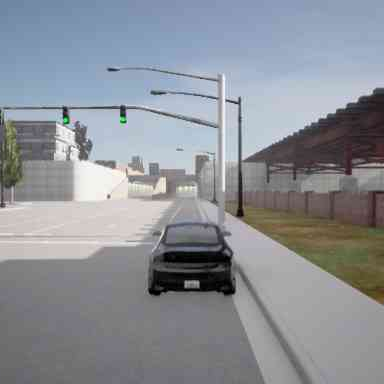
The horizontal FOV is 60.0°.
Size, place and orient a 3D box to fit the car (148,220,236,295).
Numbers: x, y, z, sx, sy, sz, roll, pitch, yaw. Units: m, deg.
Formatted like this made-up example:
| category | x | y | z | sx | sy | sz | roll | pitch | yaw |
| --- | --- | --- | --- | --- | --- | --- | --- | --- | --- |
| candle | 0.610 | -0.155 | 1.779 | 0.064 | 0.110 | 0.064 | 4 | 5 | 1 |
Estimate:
| category | x | y | z | sx | sy | sz | roll | pitch | yaw |
| --- | --- | --- | --- | --- | --- | --- | --- | --- | --- |
| car | -0.001 | 1.482 | 8.649 | 1.837 | 1.490 | 4.892 | 0 | 0 | 0 |
